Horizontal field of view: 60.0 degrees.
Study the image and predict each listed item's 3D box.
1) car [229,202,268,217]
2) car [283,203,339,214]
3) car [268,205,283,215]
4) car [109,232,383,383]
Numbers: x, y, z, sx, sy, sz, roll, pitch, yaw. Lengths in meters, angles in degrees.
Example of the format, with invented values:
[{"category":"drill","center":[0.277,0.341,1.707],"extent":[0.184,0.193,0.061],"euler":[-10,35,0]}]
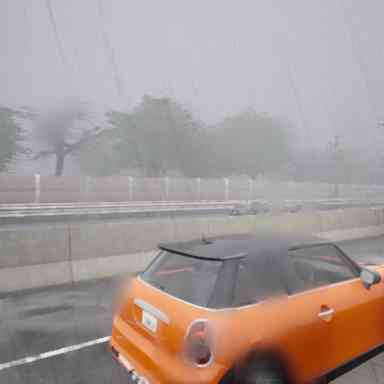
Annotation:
[{"category":"car","center":[5.284,1.561,29.193],"extent":[4.181,1.385,1.994],"euler":[0,0,-35]},{"category":"car","center":[8.665,1.562,23.012],"extent":[4.181,1.385,1.994],"euler":[0,0,-35]},{"category":"car","center":[8.801,1.598,27.393],"extent":[4.718,1.301,1.895],"euler":[0,0,-35]},{"category":"car","center":[1.292,1.351,4.663],"extent":[4.553,1.767,2.097],"euler":[0,0,-35]}]
